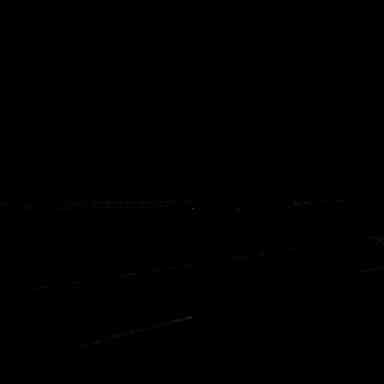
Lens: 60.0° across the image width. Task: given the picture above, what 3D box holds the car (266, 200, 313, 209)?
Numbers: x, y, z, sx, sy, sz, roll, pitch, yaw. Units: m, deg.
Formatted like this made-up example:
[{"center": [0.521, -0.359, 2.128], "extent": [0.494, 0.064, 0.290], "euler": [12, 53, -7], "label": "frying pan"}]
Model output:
[{"center": [8.546, 1.628, 27.285], "extent": [4.674, 1.442, 1.812], "euler": [0, 0, -36], "label": "car"}]

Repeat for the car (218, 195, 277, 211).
[{"center": [5.351, 1.316, 29.307], "extent": [5.566, 2.045, 2.150], "euler": [0, 0, -36], "label": "car"}]

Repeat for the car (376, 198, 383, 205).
[{"center": [34.363, 1.768, 58.488], "extent": [4.553, 1.767, 2.097], "euler": [1, 0, -35], "label": "car"}]

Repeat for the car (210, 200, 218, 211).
[{"center": [4.568, 1.608, 33.044], "extent": [4.892, 1.490, 1.837], "euler": [1, 0, -36], "label": "car"}]

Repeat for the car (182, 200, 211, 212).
[{"center": [1.301, 1.572, 35.014], "extent": [5.008, 1.535, 1.882], "euler": [0, 0, -35], "label": "car"}]
